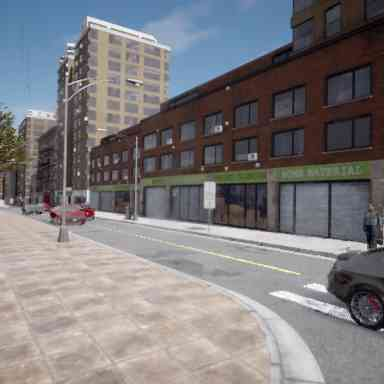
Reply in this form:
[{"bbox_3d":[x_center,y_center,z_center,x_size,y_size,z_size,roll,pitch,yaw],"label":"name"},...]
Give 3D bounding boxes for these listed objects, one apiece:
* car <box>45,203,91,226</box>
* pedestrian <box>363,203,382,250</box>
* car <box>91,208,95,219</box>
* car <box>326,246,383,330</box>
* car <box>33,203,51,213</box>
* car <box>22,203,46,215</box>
[{"bbox_3d":[-9.840,1.792,26.136,1.882,1.535,5.008,1,-2,-34],"label":"car"},{"bbox_3d":[6.524,1.306,12.094,0.375,1.860,0.375,1,0,-34],"label":"pedestrian"},{"bbox_3d":[-11.421,1.970,33.841,1.882,1.535,5.008,1,-2,-34],"label":"car"},{"bbox_3d":[4.298,1.532,4.836,1.812,1.442,4.674,1,-1,-34],"label":"car"},{"bbox_3d":[-23.317,2.411,51.746,1.812,1.442,4.674,1,-2,-33],"label":"car"},{"bbox_3d":[-20.254,2.244,41.983,2.033,1.411,5.357,1,-2,-34],"label":"car"}]
